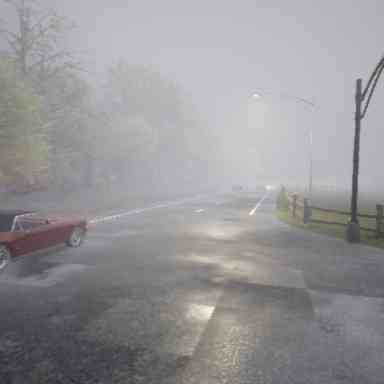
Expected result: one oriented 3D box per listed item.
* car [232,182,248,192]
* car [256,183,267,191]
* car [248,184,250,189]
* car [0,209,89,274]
[{"bbox_3d":[8.094,-0.907,58.132,2.128,1.511,4.902,2,3,15],"label":"car"},{"bbox_3d":[13.584,-1.047,65.288,2.033,1.411,5.357,2,3,15],"label":"car"},{"bbox_3d":[10.645,-1.256,67.866,2.128,1.511,4.902,2,3,15],"label":"car"},{"bbox_3d":[-4.729,1.092,8.831,1.895,1.301,4.718,2,3,14],"label":"car"}]
